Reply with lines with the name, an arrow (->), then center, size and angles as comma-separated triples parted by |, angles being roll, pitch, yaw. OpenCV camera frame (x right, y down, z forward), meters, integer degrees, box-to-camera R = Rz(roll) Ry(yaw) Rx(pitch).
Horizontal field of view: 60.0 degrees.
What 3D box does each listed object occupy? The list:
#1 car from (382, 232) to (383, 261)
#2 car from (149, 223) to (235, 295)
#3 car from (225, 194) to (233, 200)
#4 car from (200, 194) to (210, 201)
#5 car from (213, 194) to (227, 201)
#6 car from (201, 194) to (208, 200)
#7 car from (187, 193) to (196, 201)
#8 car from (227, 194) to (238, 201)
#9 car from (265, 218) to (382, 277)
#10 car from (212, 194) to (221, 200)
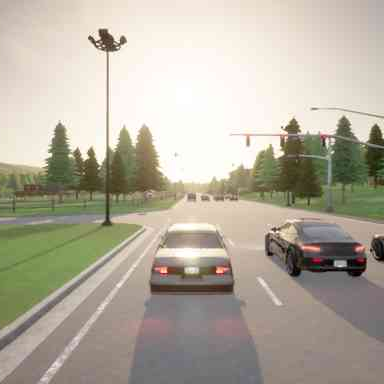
car -> 7.004, 1.564, 9.610 | 1.994, 1.385, 4.181 | 0, 0, 1
car -> 0.001, 1.547, 8.871 | 2.033, 1.411, 5.357 | 0, 0, 0
car -> 10.460, 1.356, 93.981 | 1.812, 1.442, 4.674 | 0, 0, 0
car -> 3.464, 1.531, 83.558 | 2.033, 1.411, 5.357 | 0, 0, 0
car -> 6.964, 1.347, 83.946 | 2.097, 1.767, 4.553 | 0, 0, 0
car -> 3.460, 1.310, 93.978 | 1.882, 1.535, 5.008 | 0, 0, 0
car -> -0.036, 1.217, 83.586 | 2.150, 2.045, 5.566 | 0, 0, 0
car -> 10.464, 1.587, 84.007 | 1.895, 1.301, 4.718 | 0, 0, 0
car -> 3.515, 1.526, 10.149 | 1.812, 1.442, 4.674 | 0, 0, 0
car -> 6.960, 1.372, 93.979 | 2.033, 1.411, 5.357 | 0, 0, 0
